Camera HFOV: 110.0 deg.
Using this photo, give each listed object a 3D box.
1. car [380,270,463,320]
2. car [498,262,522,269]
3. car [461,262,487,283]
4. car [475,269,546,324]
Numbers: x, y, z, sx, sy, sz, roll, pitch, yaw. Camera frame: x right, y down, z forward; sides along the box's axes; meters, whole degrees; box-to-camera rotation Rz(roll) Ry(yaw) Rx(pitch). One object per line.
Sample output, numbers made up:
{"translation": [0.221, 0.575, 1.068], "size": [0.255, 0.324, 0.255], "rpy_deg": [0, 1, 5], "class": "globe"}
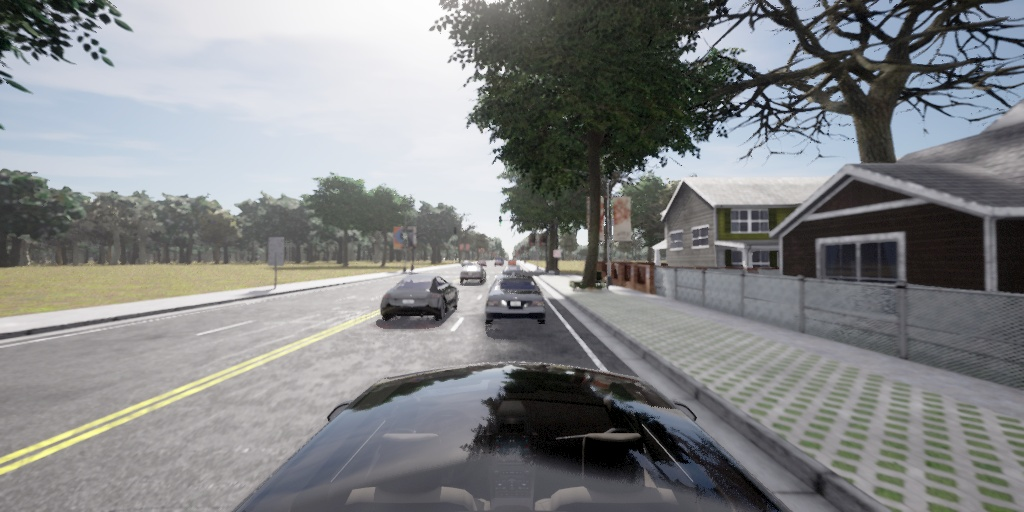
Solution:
{"translation": [-3.151, 1.368, 12.919], "size": [1.994, 1.385, 4.181], "rpy_deg": [0, 0, 0], "class": "car"}
{"translation": [0.101, 1.434, 29.600], "size": [2.033, 1.411, 5.357], "rpy_deg": [0, 0, 0], "class": "car"}
{"translation": [-3.148, 1.434, 29.595], "size": [2.033, 1.411, 5.357], "rpy_deg": [0, 0, 0], "class": "car"}
{"translation": [0.100, 1.347, 12.198], "size": [2.033, 1.411, 5.357], "rpy_deg": [0, 0, 0], "class": "car"}
